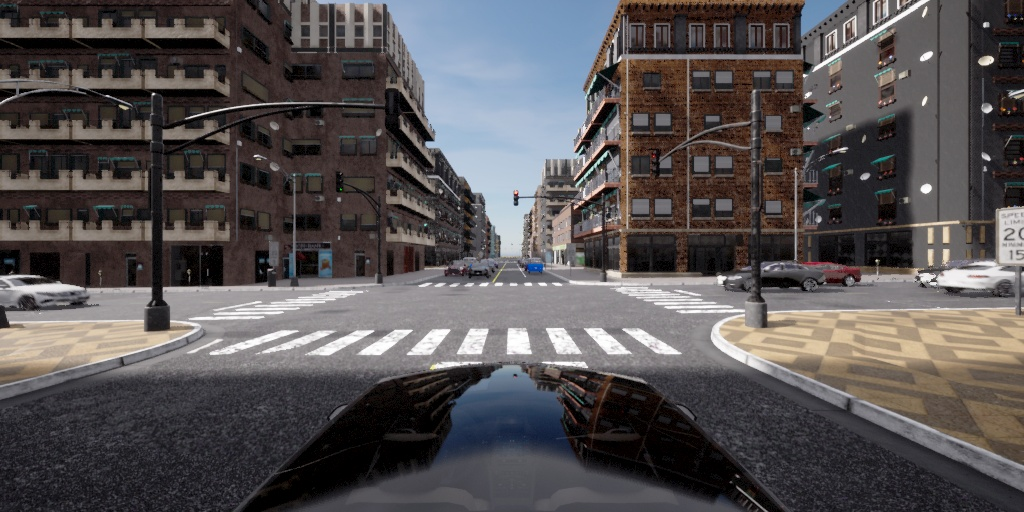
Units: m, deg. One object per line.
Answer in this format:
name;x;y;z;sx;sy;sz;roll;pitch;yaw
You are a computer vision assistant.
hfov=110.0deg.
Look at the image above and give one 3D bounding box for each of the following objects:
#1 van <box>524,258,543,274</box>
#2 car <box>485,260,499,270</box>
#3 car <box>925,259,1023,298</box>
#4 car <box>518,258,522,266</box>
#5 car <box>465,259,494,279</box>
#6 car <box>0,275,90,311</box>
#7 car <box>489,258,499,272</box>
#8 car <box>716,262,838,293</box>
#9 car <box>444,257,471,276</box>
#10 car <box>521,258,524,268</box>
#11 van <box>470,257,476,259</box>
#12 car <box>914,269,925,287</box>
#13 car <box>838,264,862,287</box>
van;2.592;1.081;40.870;1.690;1.789;3.998;0;0;0
car;-2.971;1.337;54.337;1.895;1.301;4.718;0;0;0
car;21.387;0.963;15.524;4.674;1.442;1.812;-1;0;0
car;2.419;1.300;58.236;1.948;1.339;4.313;0;0;0
car;-2.929;1.248;33.180;1.837;1.490;4.892;0;0;0
car;-21.182;1.552;15.398;4.674;1.442;1.812;-1;0;0
car;-2.960;1.287;43.561;2.033;1.411;5.357;0;0;0
car;13.152;1.042;18.377;4.902;1.511;2.128;-1;0;1
car;-5.534;1.182;35.889;1.967;1.591;4.097;0;0;0
car;2.541;1.283;47.074;1.888;1.381;4.507;0;0;0
van;-5.528;1.079;47.053;1.690;1.789;3.998;0;0;0
car;23.644;0.897;18.379;4.902;1.511;2.128;-1;0;0
car;17.550;1.033;20.827;4.507;1.381;1.888;0;0;0
